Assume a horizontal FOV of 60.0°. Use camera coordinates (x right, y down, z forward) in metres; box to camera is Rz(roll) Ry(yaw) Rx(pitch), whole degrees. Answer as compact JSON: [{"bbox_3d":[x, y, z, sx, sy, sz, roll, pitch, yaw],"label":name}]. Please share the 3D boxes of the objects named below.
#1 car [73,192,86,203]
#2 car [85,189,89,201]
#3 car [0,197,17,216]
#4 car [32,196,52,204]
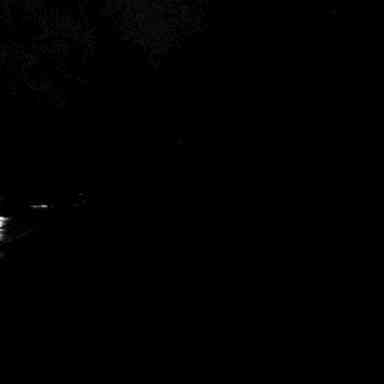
[{"bbox_3d":[-17.174,0.956,48.628,1.895,1.301,4.718,0,1,-12],"label":"car"},{"bbox_3d":[-19.533,0.497,58.842,2.150,2.045,5.566,0,0,-12],"label":"car"},{"bbox_3d":[-16.506,1.181,28.475,1.837,1.490,4.892,0,1,-12],"label":"car"},{"bbox_3d":[-20.076,0.947,44.764,2.033,1.411,5.357,0,1,-12],"label":"car"}]
